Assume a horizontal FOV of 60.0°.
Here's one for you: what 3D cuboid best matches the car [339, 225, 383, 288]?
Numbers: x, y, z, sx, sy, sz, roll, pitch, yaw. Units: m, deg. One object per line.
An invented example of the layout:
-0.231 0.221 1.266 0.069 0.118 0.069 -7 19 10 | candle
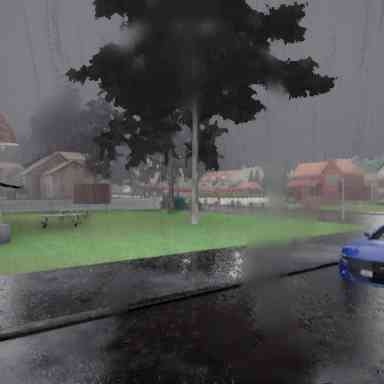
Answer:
5.828 1.471 8.640 5.008 1.535 1.882 0 0 -35 | car
